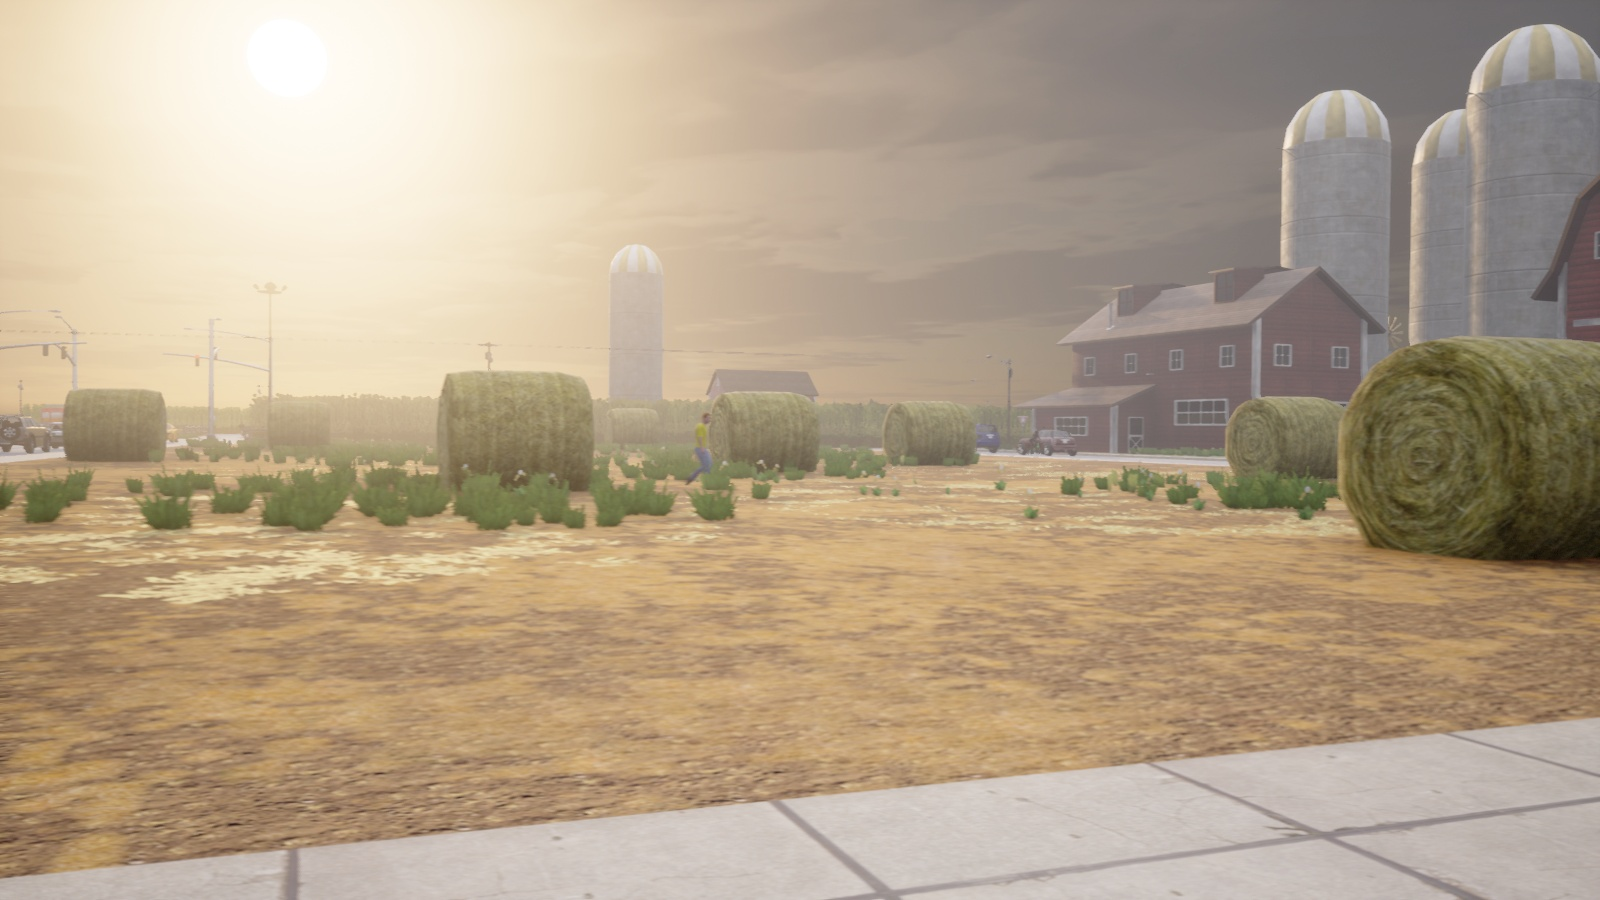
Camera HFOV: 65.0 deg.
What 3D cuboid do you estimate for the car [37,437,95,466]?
[{"bbox_3d":[-39.857,0.049,68.296,1.970,1.475,3.806,-1,1,-18],"label":"car"}]

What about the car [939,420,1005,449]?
[{"bbox_3d":[12.274,-1.107,89.891,2.150,2.045,5.566,-1,1,-22],"label":"car"}]

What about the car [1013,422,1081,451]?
[{"bbox_3d":[15.866,-0.861,80.935,2.097,1.767,4.553,-1,1,-22],"label":"car"}]

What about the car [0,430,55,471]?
[{"bbox_3d":[-36.972,0.013,59.418,1.932,1.855,4.605,-1,1,-18],"label":"car"}]

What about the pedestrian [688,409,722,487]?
[{"bbox_3d":[-2.262,-0.038,29.807,0.706,1.836,0.354,0,1,14],"label":"pedestrian"}]
